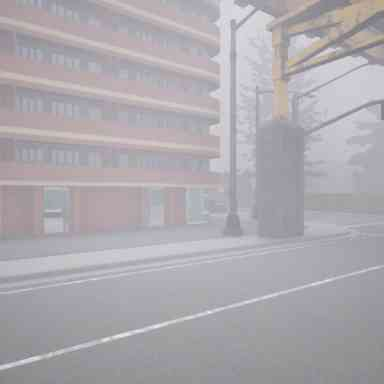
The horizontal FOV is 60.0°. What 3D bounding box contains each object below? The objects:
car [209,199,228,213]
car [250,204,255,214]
[{"bbox_3d":[1.939,1.526,36.865,1.812,1.442,4.674,0,0,-35],"label":"car"},{"bbox_3d":[7.337,1.478,29.196,1.882,1.535,5.008,0,0,-35],"label":"car"}]
